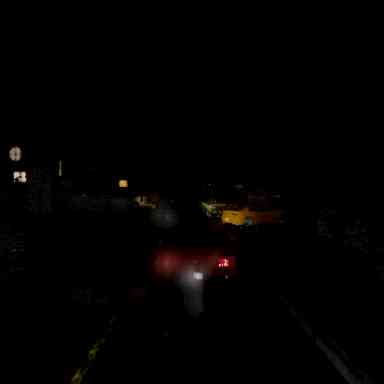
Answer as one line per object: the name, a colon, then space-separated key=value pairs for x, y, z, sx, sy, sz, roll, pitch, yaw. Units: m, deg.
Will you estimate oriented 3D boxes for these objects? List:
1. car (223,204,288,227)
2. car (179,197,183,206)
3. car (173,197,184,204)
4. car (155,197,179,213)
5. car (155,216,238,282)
car: x=4.454 y=1.565 z=22.875 sx=5.008 sy=1.535 sz=1.882 roll=-1 pitch=0 yaw=-29
car: x=-2.838 y=1.566 z=52.422 sx=1.812 sy=1.442 sz=4.674 roll=0 pitch=0 yaw=0
car: x=-2.778 y=1.648 z=67.457 sx=1.994 sy=1.385 sz=4.181 roll=0 pitch=0 yaw=0
car: x=-2.908 y=1.494 z=36.640 sx=2.128 sy=1.511 sz=4.902 roll=0 pitch=0 yaw=2
car: x=0.098 y=1.592 z=9.652 sx=1.895 sy=1.301 sz=4.718 roll=0 pitch=0 yaw=0
